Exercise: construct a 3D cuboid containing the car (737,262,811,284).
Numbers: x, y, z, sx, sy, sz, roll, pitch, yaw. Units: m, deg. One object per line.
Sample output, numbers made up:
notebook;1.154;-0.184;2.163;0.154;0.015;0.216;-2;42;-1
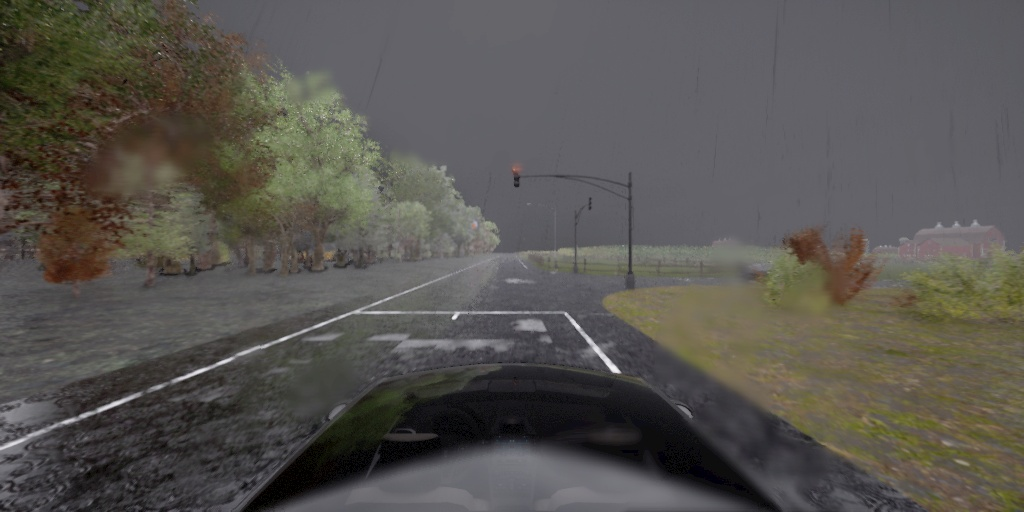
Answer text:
car;18.314;1.155;25.013;4.674;1.442;1.812;1;0;0
